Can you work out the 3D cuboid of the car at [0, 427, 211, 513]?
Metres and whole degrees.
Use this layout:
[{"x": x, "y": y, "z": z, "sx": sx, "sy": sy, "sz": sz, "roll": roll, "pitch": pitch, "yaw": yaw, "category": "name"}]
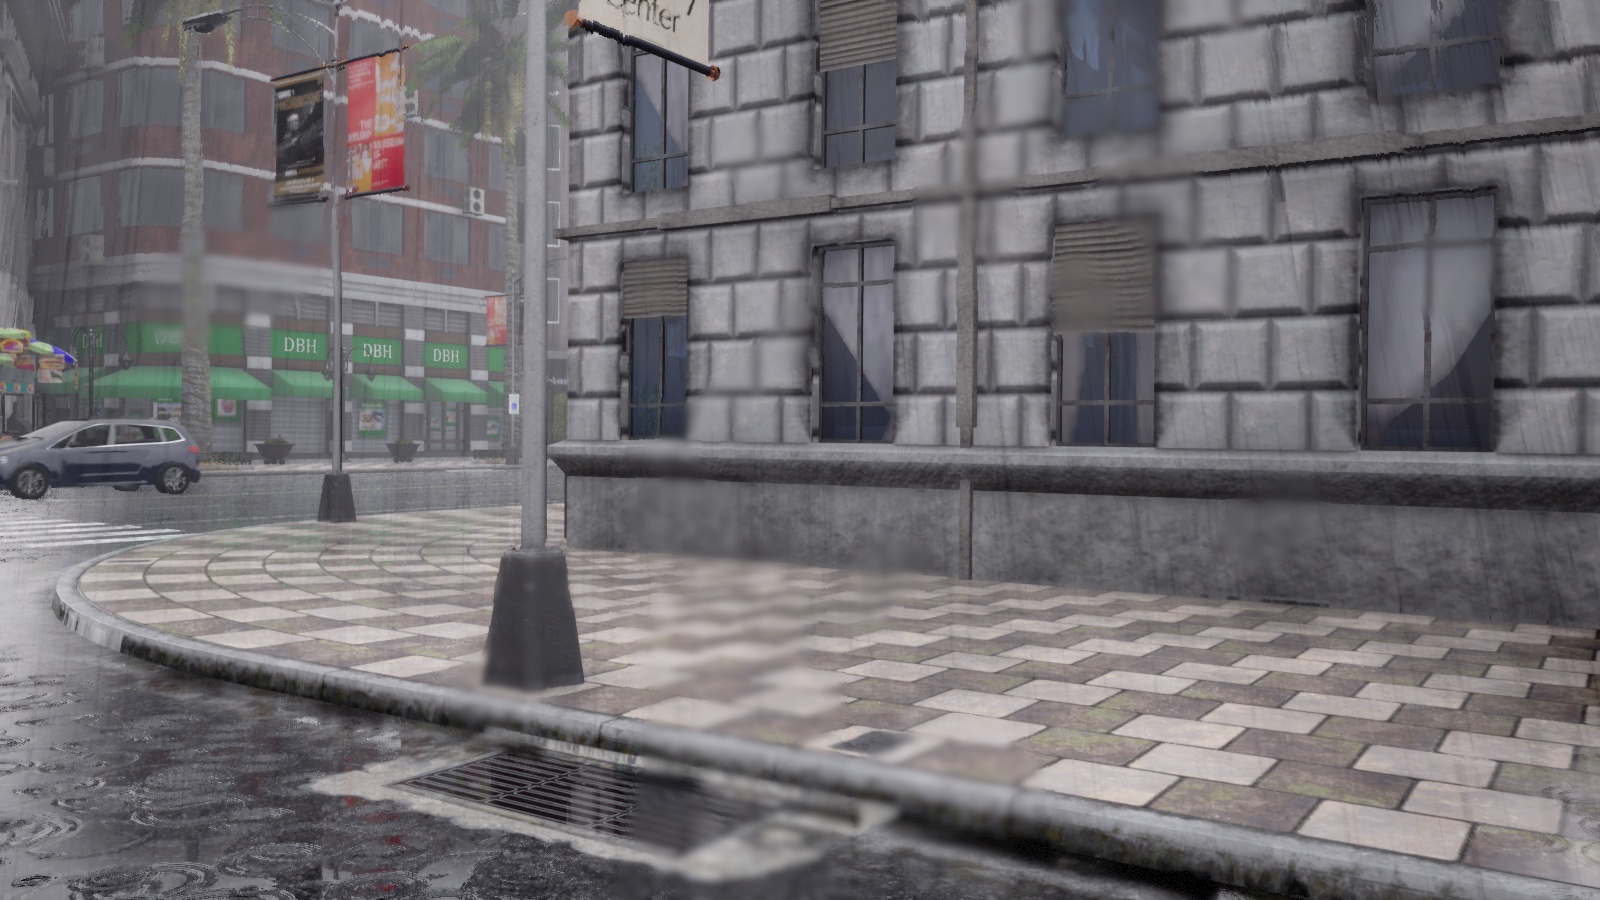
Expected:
[{"x": -15.349, "y": 0.350, "z": 26.689, "sx": 2.242, "sy": 1.667, "sz": 4.611, "roll": 0, "pitch": 1, "yaw": 34, "category": "car"}]
